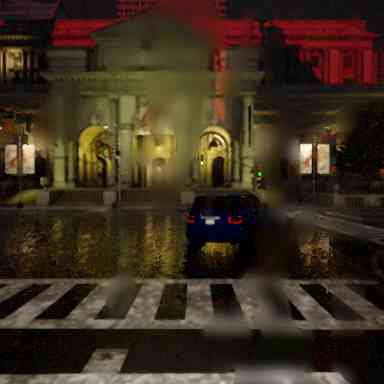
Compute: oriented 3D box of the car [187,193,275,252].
[{"bbox_3d":[1.715,1.052,13.363,2.150,2.045,5.566,-1,0,24],"label":"car"}]
